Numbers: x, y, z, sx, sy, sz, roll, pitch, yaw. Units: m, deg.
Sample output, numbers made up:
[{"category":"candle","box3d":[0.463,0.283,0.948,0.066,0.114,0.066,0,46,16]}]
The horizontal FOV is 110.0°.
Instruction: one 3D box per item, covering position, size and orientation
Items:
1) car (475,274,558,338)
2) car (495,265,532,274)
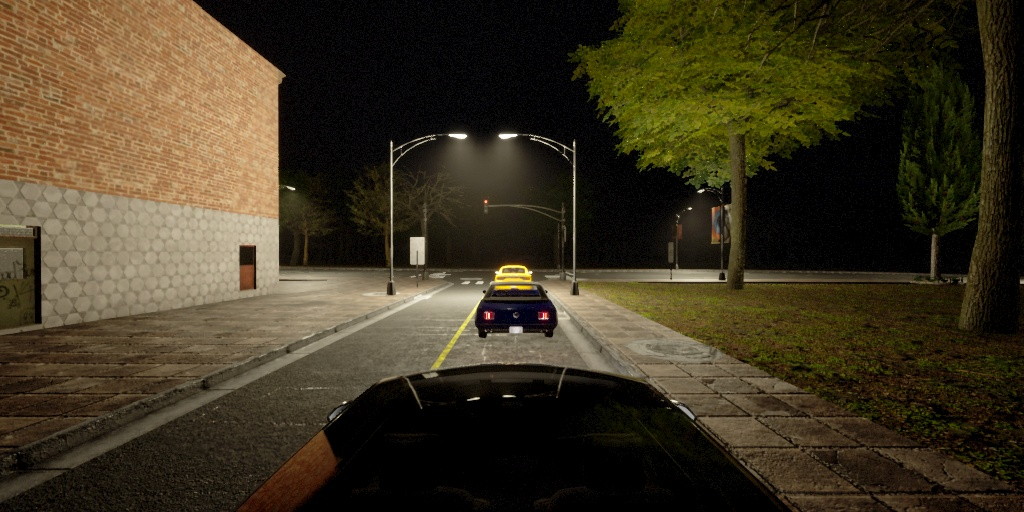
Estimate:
[{"category":"car","box3d":[0.094,1.356,10.174,1.895,1.301,4.718,0,0,0]},{"category":"car","box3d":[0.092,1.255,19.519,1.882,1.535,5.008,0,0,1]}]
